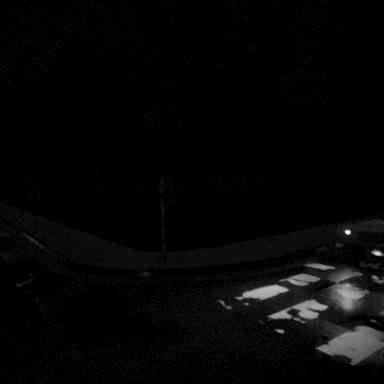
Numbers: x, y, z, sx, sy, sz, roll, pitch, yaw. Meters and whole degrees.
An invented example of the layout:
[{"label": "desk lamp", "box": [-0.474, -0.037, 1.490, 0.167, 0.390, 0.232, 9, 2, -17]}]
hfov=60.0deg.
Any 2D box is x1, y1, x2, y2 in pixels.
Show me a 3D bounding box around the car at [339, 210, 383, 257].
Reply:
[{"label": "car", "box": [5.963, 0.932, 8.737, 4.718, 1.301, 1.895, -4, 3, -34]}]
